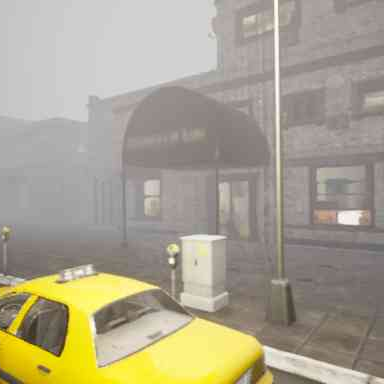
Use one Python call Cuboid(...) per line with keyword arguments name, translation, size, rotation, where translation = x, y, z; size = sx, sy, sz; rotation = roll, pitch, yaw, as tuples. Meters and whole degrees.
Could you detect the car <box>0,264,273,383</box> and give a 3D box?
Cuboid(name="car", translation=(-1.528, 1.559, 3.968), size=(4.829, 1.417, 1.752), rotation=(-1, -1, 36))
